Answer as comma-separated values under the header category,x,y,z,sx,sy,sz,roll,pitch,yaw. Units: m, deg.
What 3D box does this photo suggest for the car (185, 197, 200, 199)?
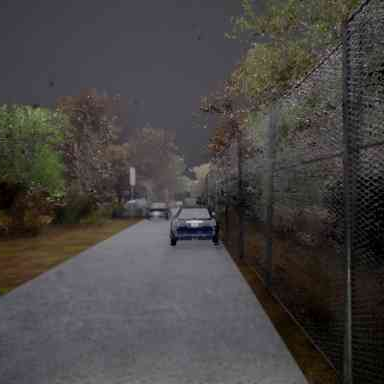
category,x,y,z,sx,sy,sz,roll,pitch,yaw
car,0.041,1.559,38.132,2.150,2.045,5.566,0,-1,0

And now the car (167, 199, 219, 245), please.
category,x,y,z,sx,sy,sz,roll,pitch,yaw
car,0.098,1.397,15.935,2.097,1.767,4.553,-1,0,0

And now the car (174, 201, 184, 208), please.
category,x,y,z,sx,sy,sz,roll,pitch,yaw
car,-2.705,2.656,70.213,1.837,1.490,4.892,0,-2,2

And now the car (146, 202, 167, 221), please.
category,x,y,z,sx,sy,sz,roll,pitch,yaw
car,-2.914,1.693,29.565,2.128,1.511,4.902,0,-1,0
